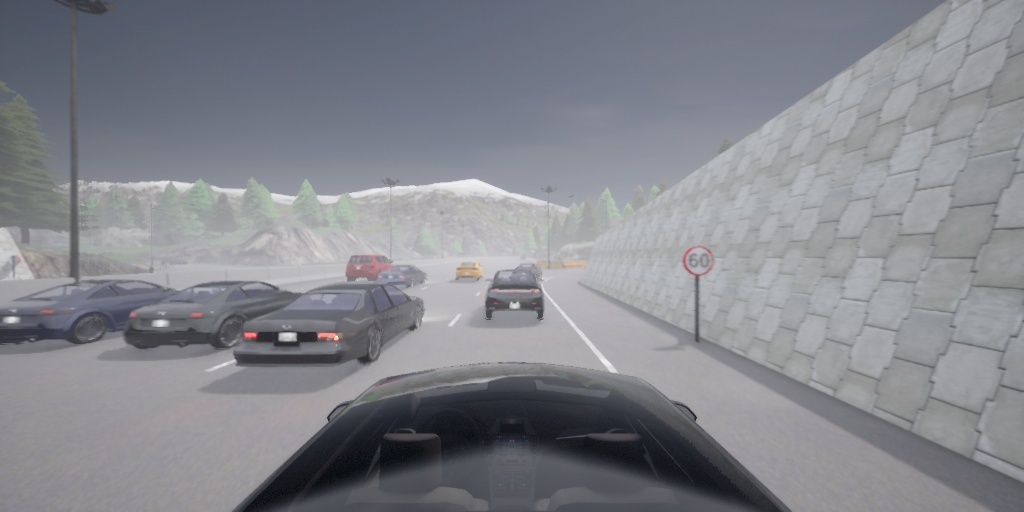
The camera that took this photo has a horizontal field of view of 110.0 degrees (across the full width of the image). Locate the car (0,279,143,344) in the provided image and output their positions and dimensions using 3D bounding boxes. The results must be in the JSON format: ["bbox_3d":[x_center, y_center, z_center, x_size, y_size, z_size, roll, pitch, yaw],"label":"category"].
[{"bbox_3d":[-10.425,1.293,9.487,1.994,1.385,4.181,0,0,0],"label":"car"}]

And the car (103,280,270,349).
[{"bbox_3d":[-6.928,1.294,9.093,1.994,1.385,4.181,0,0,0],"label":"car"}]

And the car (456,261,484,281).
[{"bbox_3d":[-3.410,1.152,29.483,1.882,1.535,5.008,0,0,0],"label":"car"}]

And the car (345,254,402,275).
[{"bbox_3d":[-10.411,0.901,26.973,2.150,2.045,5.566,0,0,0],"label":"car"}]

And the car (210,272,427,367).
[{"bbox_3d":[-3.432,1.280,8.023,2.033,1.411,5.357,0,0,0],"label":"car"}]

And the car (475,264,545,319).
[{"bbox_3d":[0.089,1.212,12.641,2.128,1.511,4.902,0,0,0],"label":"car"}]

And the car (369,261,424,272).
[{"bbox_3d":[-6.936,1.240,23.040,2.033,1.411,5.357,0,0,0],"label":"car"}]
